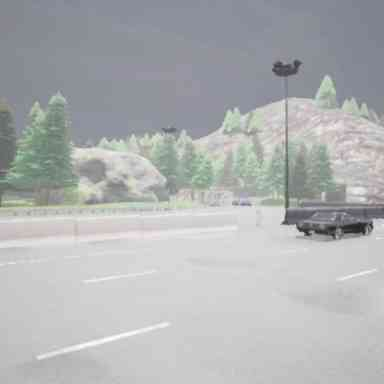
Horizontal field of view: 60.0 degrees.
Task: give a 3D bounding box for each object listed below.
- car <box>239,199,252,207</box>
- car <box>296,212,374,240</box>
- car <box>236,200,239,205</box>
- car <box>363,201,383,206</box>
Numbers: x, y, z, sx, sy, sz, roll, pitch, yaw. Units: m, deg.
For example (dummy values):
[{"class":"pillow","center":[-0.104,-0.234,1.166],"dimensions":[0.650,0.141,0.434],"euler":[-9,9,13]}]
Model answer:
[{"class":"car","center":[10.637,2.128,64.665],"dimensions":[1.882,1.535,5.008],"euler":[0,-1,11]},{"class":"car","center":[7.807,1.744,17.909],"dimensions":[4.718,1.301,1.895],"euler":[1,0,-35]},{"class":"car","center":[11.056,2.728,81.274],"dimensions":[1.837,1.490,4.892],"euler":[0,-2,-5]},{"class":"car","center":[30.869,2.226,55.999],"dimensions":[4.718,1.301,1.895],"euler":[2,-1,-35]}]
